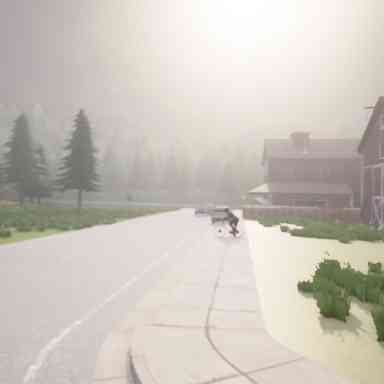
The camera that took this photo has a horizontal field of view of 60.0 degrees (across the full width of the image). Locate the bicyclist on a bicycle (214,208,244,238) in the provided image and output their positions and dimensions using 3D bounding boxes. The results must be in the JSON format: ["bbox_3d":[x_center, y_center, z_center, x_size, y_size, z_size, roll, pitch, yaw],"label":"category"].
[{"bbox_3d":[2.027,1.705,18.208,1.656,1.620,0.582,1,-1,8],"label":"bicyclist on a bicycle"}]

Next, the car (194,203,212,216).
[{"bbox_3d":[1.458,2.279,42.800,2.033,1.411,5.357,1,-1,9],"label":"car"}]

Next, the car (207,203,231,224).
[{"bbox_3d":[2.682,2.048,30.685,1.816,1.474,4.193,-4,-1,6],"label":"car"}]

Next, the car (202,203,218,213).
[{"bbox_3d":[2.869,2.455,53.025,2.033,1.411,5.357,1,-1,8],"label":"car"}]
